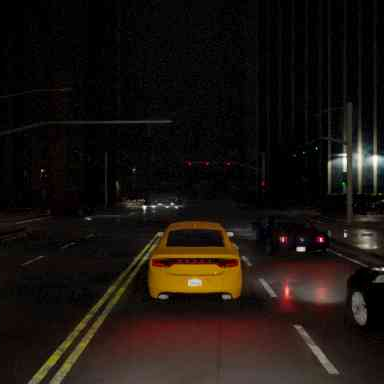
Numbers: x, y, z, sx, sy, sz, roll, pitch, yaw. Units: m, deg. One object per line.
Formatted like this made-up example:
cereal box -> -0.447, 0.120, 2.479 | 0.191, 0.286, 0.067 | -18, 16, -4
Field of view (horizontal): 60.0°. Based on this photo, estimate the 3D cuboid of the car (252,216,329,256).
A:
car -> 3.620, 1.601, 13.206 | 1.895, 1.301, 4.718 | 0, 0, 0

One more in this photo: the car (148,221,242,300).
car -> 0.079, 1.478, 8.448 | 1.882, 1.535, 5.008 | 0, 0, 1

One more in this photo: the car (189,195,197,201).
car -> 0.235, 1.367, 80.143 | 1.994, 1.385, 4.181 | 0, 0, 0

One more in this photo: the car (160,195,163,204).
car -> -6.846, 1.352, 65.287 | 2.097, 1.767, 4.553 | 0, 0, 1

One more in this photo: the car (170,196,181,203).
car -> -3.307, 1.564, 68.403 | 1.994, 1.385, 4.181 | 0, 0, 1

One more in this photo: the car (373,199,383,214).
car -> 20.950, 1.491, 35.420 | 4.902, 1.511, 2.128 | 0, 0, -1

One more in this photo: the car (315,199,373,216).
car -> 14.193, 1.525, 31.668 | 4.674, 1.442, 1.812 | 0, 0, 0

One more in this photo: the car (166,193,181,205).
car -> -3.398, 1.221, 59.044 | 2.150, 2.045, 5.566 | 0, 0, 0

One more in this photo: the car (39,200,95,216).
car -> -11.785, 1.477, 31.482 | 5.008, 1.535, 1.882 | 0, 0, 0

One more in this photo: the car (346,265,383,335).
car -> 3.612, 1.505, 3.935 | 1.837, 1.490, 4.892 | 0, 0, 0

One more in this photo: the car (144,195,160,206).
car -> -6.922, 1.505, 56.100 | 1.837, 1.490, 4.892 | 0, 0, 0

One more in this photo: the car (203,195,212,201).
car -> 3.734, 1.429, 79.593 | 1.837, 1.490, 4.892 | 0, 0, 0

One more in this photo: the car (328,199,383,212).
car -> 19.036, 1.547, 38.903 | 5.357, 1.411, 2.033 | 0, 0, 0
